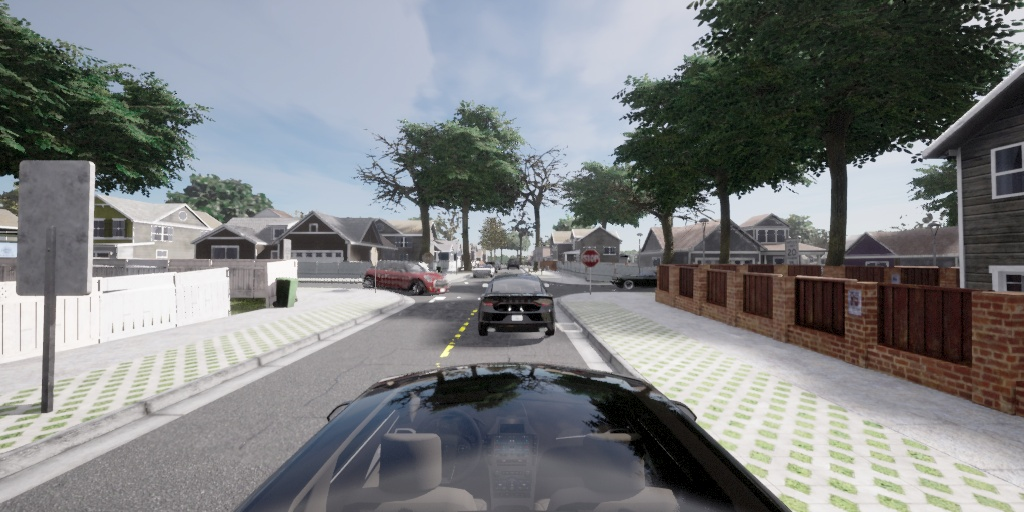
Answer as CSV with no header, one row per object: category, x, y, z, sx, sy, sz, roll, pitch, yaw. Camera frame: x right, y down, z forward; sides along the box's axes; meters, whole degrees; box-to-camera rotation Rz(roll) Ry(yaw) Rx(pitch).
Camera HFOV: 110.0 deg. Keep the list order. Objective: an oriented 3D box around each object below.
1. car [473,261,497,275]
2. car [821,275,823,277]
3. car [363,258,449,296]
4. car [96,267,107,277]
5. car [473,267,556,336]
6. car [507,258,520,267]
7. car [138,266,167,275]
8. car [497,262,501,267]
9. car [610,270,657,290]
car,-2.782,1.472,35.759,1.895,1.301,4.718,0,0,0
car,18.513,1.662,24.063,4.892,1.490,1.837,1,-1,-1
car,-5.599,1.067,19.169,4.553,1.767,2.097,3,0,21
car,-29.737,0.913,23.555,4.902,1.511,2.128,1,-1,-1
car,0.118,1.239,10.488,1.882,1.535,5.008,0,0,0
car,0.223,1.403,65.231,2.150,2.045,5.566,0,-1,0
car,-18.608,1.010,20.729,4.892,1.490,1.837,1,-1,-1
car,-2.756,1.462,46.130,1.837,1.490,4.892,0,0,0
car,9.061,1.596,23.964,4.718,1.301,1.895,1,-1,-1
